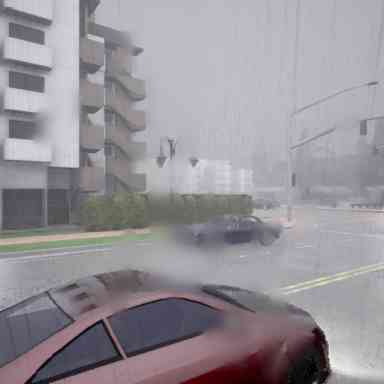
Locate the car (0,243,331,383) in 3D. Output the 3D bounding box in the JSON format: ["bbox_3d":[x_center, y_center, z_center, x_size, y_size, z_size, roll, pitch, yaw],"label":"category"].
[{"bbox_3d":[-0.457,1.563,3.432,4.181,1.385,1.994,0,0,-36],"label":"car"}]

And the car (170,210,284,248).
[{"bbox_3d":[1.498,1.601,13.594,4.718,1.301,1.895,0,0,-35],"label":"car"}]

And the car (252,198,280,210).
[{"bbox_3d":[8.627,1.505,41.476,1.837,1.490,4.892,0,0,-36],"label":"car"}]
